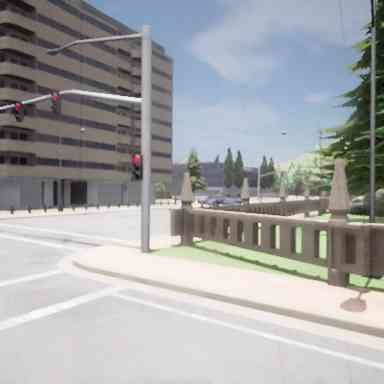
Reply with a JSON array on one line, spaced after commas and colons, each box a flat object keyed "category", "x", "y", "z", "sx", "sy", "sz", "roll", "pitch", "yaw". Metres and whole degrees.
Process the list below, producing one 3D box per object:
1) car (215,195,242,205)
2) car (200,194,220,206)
[{"category": "car", "x": 5.263, "y": 1.425, "z": 42.795, "sx": 1.812, "sy": 1.442, "sz": 4.674, "roll": 1, "pitch": 0, "yaw": 34}, {"category": "car", "x": 3.054, "y": 1.224, "z": 45.758, "sx": 2.097, "sy": 1.767, "sz": 4.553, "roll": 1, "pitch": 0, "yaw": 35}]
